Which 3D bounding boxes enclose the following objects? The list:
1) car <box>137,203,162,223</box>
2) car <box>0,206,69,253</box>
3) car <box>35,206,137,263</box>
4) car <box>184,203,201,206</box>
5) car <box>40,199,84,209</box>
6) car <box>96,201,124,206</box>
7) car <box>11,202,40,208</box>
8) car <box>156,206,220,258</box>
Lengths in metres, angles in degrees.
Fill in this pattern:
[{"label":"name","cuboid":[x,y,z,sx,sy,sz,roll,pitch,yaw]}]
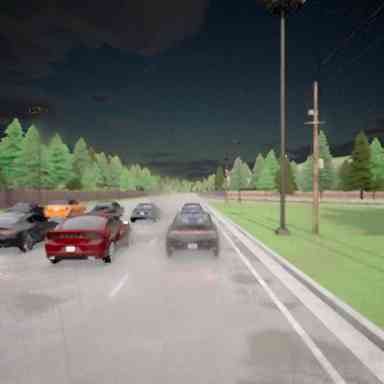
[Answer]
[{"label":"car","cuboid":[-3.474,1.554,25.755,2.033,1.411,5.357,0,0,0]},{"label":"car","cuboid":[-6.947,1.529,13.627,1.812,1.442,4.674,0,0,1]},{"label":"car","cuboid":[-3.464,1.481,12.017,1.882,1.535,5.008,0,0,1]},{"label":"car","cuboid":[0.026,1.554,25.754,2.033,1.411,5.357,0,0,0]},{"label":"car","cuboid":[-10.451,1.359,27.851,2.097,1.767,4.553,0,0,1]},{"label":"car","cuboid":[-6.950,1.513,27.961,1.837,1.490,4.892,0,0,1]},{"label":"car","cuboid":[-13.946,1.572,28.225,1.994,1.385,4.181,0,0,1]},{"label":"car","cuboid":[0.045,1.494,12.845,2.128,1.511,4.902,0,0,1]}]
